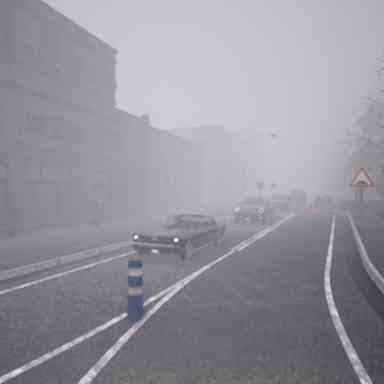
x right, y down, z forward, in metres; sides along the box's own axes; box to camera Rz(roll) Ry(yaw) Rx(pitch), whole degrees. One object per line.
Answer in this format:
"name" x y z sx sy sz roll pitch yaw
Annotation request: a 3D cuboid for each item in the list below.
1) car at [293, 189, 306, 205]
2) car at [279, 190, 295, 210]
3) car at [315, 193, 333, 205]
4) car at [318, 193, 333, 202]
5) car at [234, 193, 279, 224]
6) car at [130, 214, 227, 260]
"car" 14.406 0.641 45.667 2.150 2.045 5.566 0 1 24
"car" 8.598 0.911 32.620 1.837 1.490 4.892 0 2 24
"car" 17.415 0.977 44.336 2.033 1.411 5.357 0 1 24
"car" 21.633 0.851 53.865 1.994 1.385 4.181 0 1 24
"car" 4.428 1.125 23.138 2.097 1.767 4.553 0 1 24
"car" -0.285 1.524 12.414 1.895 1.301 4.718 0 1 24
